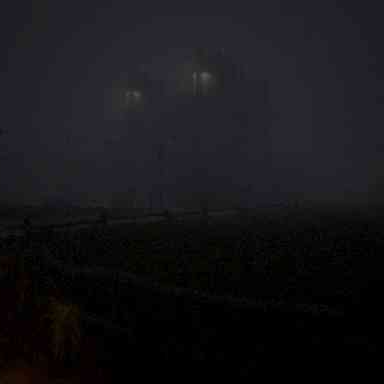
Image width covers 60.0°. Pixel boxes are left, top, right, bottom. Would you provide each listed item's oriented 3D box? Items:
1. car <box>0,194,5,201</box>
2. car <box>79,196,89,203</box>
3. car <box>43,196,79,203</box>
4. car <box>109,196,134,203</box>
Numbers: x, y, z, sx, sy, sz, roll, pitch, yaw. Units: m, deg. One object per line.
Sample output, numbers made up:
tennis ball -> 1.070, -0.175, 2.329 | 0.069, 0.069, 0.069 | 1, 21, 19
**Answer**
car -> -39.801, 1.299, 66.886 | 1.905, 1.878, 3.866 | 0, 0, 38
car -> -21.300, 1.482, 62.079 | 4.902, 1.511, 2.128 | 0, 0, 38
car -> -20.791, 1.472, 51.901 | 2.242, 1.667, 4.611 | 0, 0, 38
car -> -11.709, 1.471, 54.724 | 5.008, 1.535, 1.882 | 0, 0, 38
